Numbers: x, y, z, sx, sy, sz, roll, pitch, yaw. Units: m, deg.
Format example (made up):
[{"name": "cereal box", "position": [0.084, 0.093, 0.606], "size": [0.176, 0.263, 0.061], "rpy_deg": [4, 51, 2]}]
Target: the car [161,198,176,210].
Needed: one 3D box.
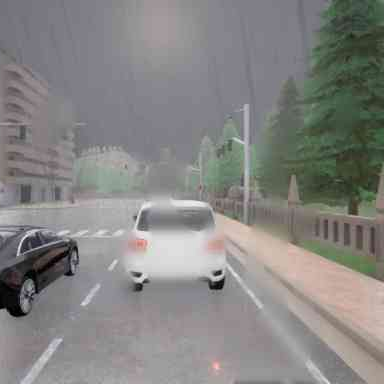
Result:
[{"name": "car", "position": [-3.136, 1.526, 44.406], "size": [1.812, 1.442, 4.674], "rpy_deg": [0, 0, -4]}]

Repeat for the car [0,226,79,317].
[{"name": "car", "position": [-3.966, 1.492, 7.390], "size": [2.128, 1.511, 4.902], "rpy_deg": [0, 0, -3]}]

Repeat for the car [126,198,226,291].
[{"name": "car", "position": [-0.473, 1.221, 9.169], "size": [2.150, 2.045, 5.566], "rpy_deg": [0, 0, -4]}]
